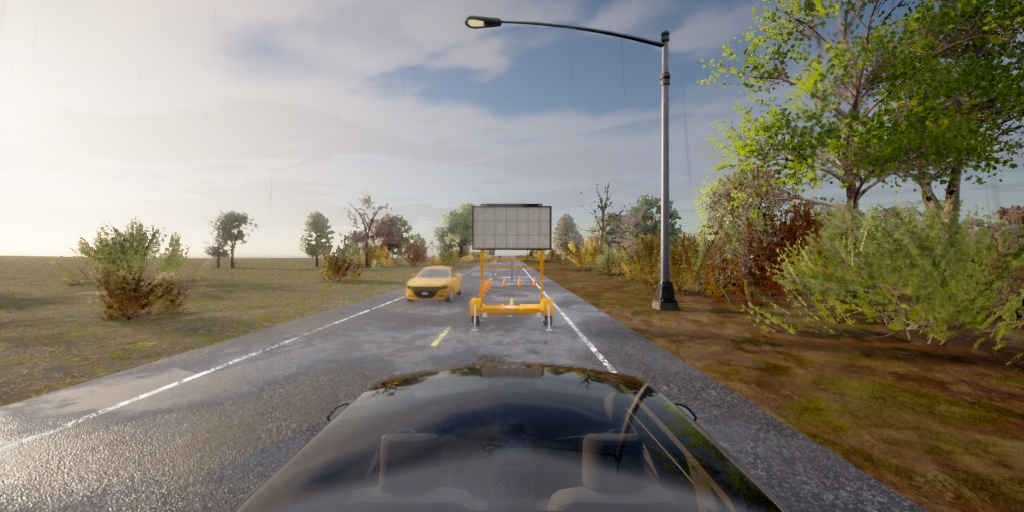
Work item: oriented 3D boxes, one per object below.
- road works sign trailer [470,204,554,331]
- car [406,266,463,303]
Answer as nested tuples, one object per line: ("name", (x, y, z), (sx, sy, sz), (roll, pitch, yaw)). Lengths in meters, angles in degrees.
("road works sign trailer", (-0.003, 0.214, 10.994), (2.380, 3.560, 2.880), (0, 0, 0))
("car", (-3.505, 1.225, 16.907), (1.882, 1.535, 5.008), (0, 0, 0))
